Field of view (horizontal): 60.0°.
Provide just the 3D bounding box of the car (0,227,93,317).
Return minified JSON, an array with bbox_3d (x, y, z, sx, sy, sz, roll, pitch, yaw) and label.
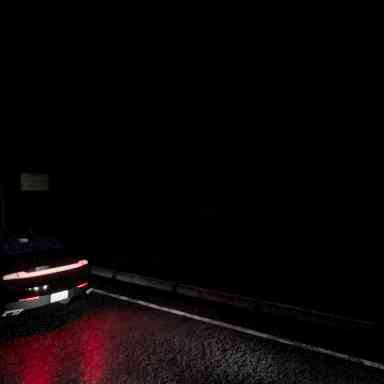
[{"bbox_3d":[-4.105,1.492,6.899,4.902,1.511,2.128,0,0,37],"label":"car"}]
